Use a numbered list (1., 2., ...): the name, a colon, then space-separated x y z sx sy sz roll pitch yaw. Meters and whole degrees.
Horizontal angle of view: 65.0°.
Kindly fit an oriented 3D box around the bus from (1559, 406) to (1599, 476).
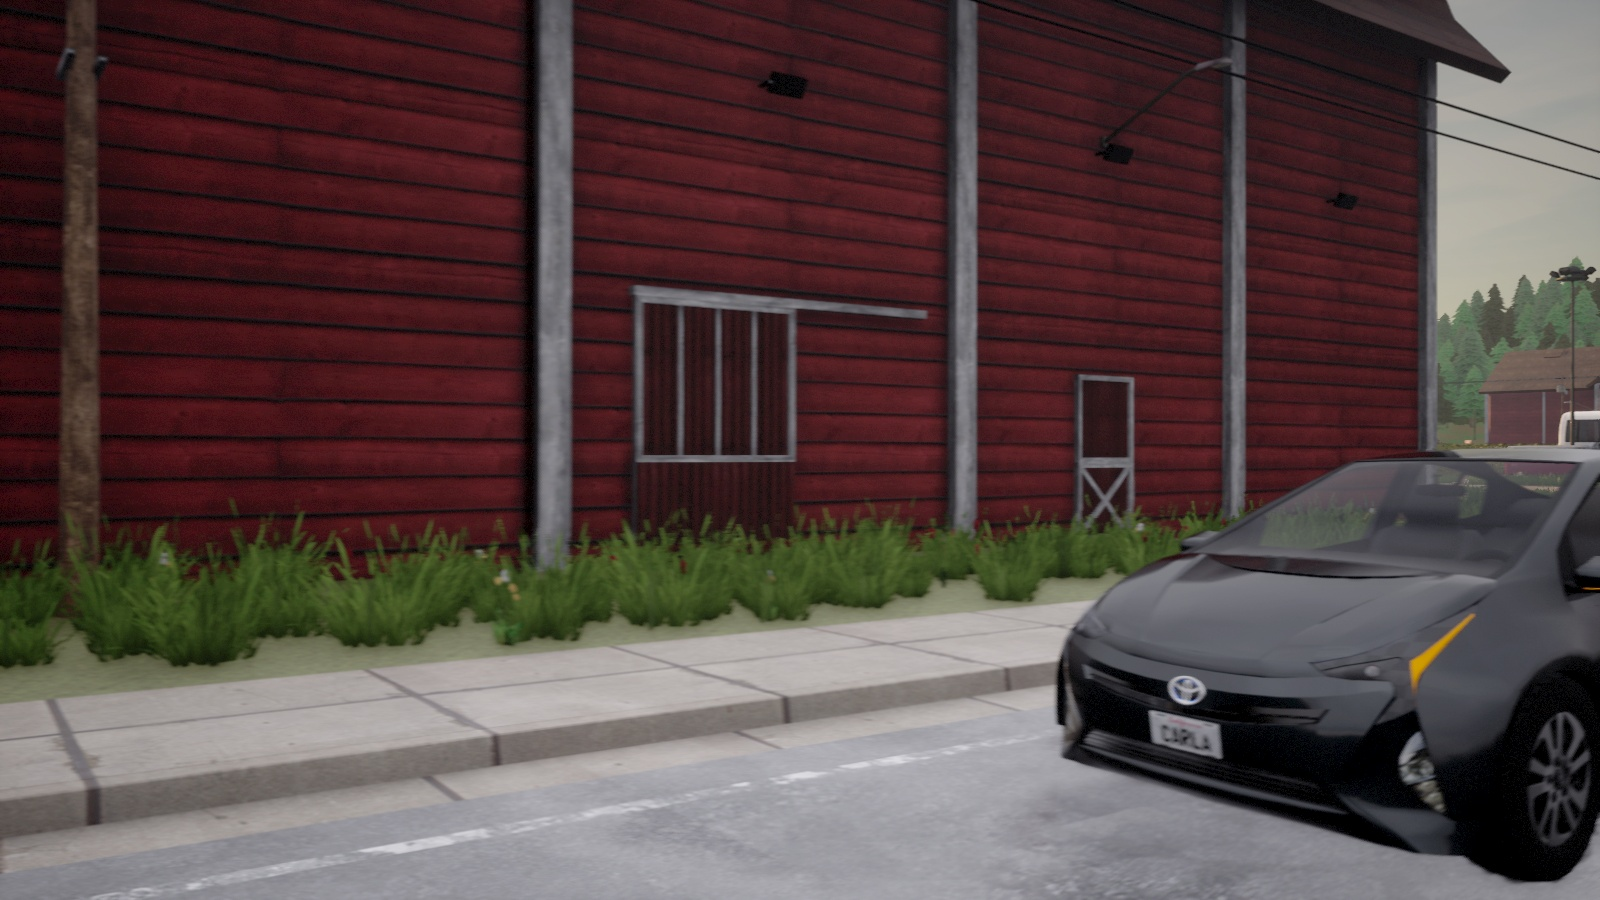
1. bus: 52.245 -0.556 75.765 3.944 4.253 10.273 0 0 -35

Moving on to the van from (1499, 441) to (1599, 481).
1. van: 38.989 0.575 65.086 1.775 1.987 4.442 0 0 -42

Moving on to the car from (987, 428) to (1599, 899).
1. car: 3.234 0.699 5.886 4.514 1.525 2.007 0 0 -35
